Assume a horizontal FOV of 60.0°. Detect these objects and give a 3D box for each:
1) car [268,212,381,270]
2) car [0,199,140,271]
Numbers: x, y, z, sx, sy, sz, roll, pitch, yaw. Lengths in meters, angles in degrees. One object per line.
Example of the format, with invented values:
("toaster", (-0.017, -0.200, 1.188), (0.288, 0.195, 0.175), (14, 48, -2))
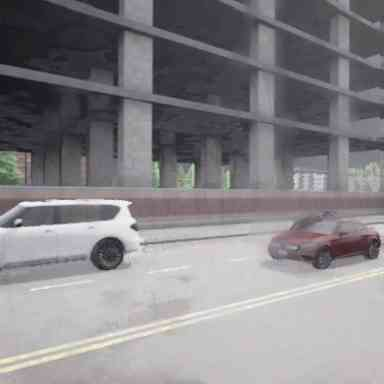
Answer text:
("car", (4.679, 1.605, 11.441), (4.674, 1.442, 1.812), (1, 0, -35))
("car", (-4.231, 1.233, 9.562), (5.566, 2.045, 2.150), (1, 0, -35))
